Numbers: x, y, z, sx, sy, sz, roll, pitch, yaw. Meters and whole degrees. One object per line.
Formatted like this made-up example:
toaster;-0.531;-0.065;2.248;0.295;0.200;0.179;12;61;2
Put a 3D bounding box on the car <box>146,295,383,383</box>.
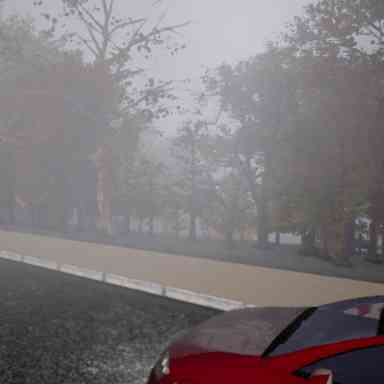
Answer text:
car;1.621;1.564;2.530;4.181;1.385;1.994;0;0;35
